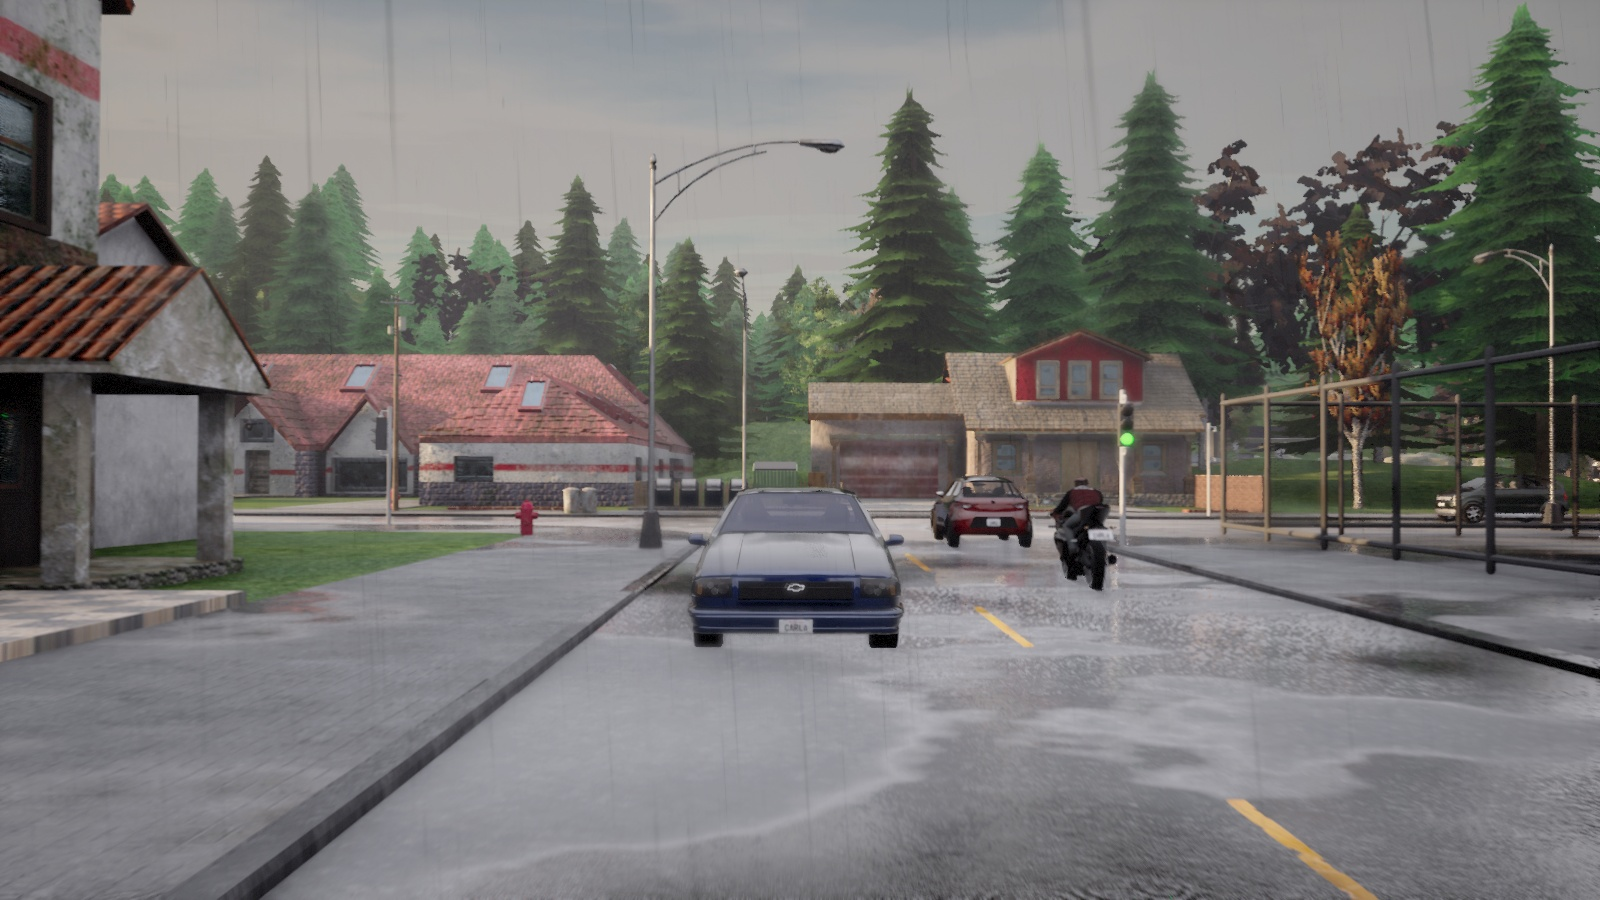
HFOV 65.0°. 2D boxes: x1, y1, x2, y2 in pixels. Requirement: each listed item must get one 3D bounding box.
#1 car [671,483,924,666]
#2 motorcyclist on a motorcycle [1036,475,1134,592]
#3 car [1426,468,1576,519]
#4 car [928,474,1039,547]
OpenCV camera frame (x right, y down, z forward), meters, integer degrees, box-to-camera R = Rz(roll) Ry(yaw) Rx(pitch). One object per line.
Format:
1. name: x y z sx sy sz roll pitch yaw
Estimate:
1. car: -0.029 1.075 12.795 2.033 1.411 5.357 0 -1 0
2. motorcyclist on a motorcycle: 3.960 1.128 17.658 0.866 1.530 2.191 0 -1 0
3. car: 22.076 1.364 39.633 3.705 1.549 1.789 0 -1 -1
4. car: 3.938 1.271 27.587 1.816 1.474 4.193 0 -1 0
